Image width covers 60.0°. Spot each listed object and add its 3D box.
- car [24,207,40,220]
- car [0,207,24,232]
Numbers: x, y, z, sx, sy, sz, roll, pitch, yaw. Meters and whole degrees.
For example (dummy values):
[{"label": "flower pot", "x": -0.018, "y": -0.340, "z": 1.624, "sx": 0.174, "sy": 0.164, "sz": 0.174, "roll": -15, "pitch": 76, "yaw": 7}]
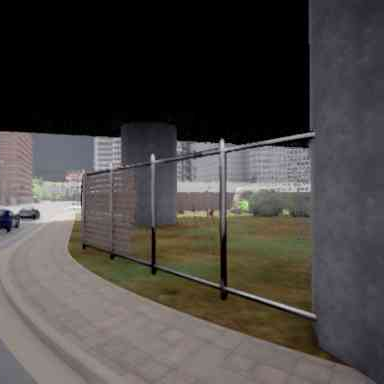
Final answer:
[{"label": "car", "x": -17.908, "y": 2.316, "z": 36.448, "sx": 1.994, "sy": 1.385, "sz": 4.181, "roll": 0, "pitch": -1, "yaw": -19}, {"label": "car", "x": -13.522, "y": 1.970, "z": 23.481, "sx": 1.882, "sy": 1.535, "sz": 5.008, "roll": 0, "pitch": -1, "yaw": -19}]
